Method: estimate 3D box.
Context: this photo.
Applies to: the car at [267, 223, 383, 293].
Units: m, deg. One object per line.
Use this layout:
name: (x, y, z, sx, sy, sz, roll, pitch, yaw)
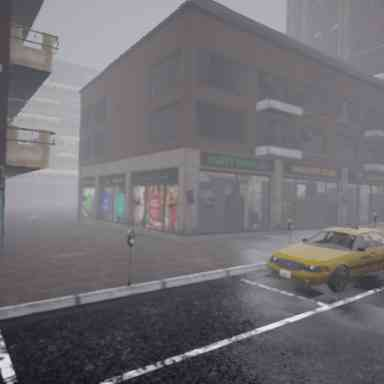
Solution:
car: (4.107, 1.554, 9.004, 4.829, 1.417, 1.752, 0, 2, -35)
